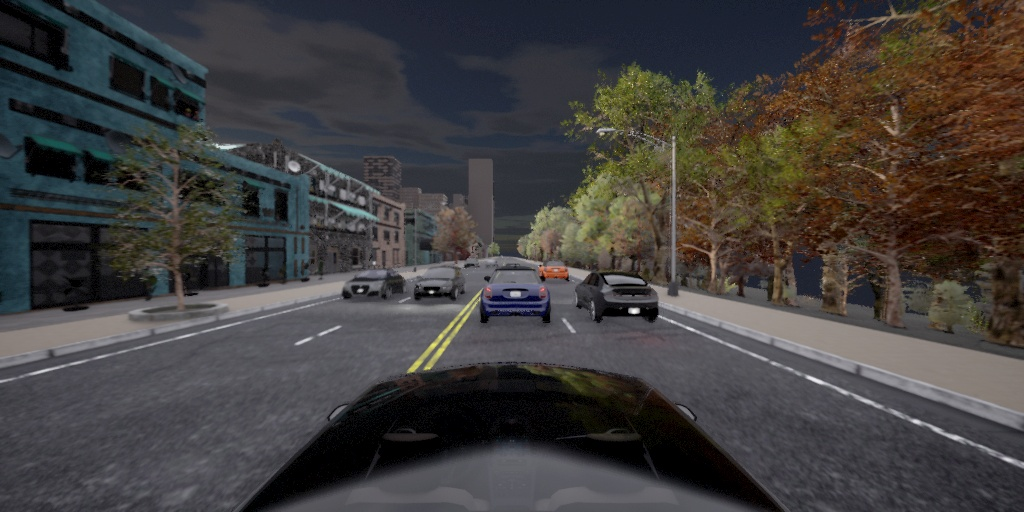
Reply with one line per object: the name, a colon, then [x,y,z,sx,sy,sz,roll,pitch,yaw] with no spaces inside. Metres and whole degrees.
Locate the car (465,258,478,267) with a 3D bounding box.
car: [-6.554,1.099,59.160,2.097,1.767,4.553,0,0,1]

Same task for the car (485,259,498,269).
car: [-3.306,1.274,58.487,1.812,1.442,4.674,0,0,0]

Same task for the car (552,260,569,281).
car: [3.348,1.102,29.540,2.097,1.767,4.553,0,0,0]

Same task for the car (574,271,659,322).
car: [3.349,1.255,12.233,1.837,1.490,4.892,0,0,0]

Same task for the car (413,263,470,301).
car: [-3.351,1.255,17.367,1.837,1.490,4.892,0,0,0]

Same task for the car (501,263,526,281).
car: [0.099,1.313,30.596,1.994,1.385,4.181,0,0,0]

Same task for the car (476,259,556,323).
car: [0.100,1.102,12.309,2.097,1.767,4.553,0,0,0]

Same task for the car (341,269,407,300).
car: [-6.601,1.314,17.588,1.994,1.385,4.181,0,0,0]
